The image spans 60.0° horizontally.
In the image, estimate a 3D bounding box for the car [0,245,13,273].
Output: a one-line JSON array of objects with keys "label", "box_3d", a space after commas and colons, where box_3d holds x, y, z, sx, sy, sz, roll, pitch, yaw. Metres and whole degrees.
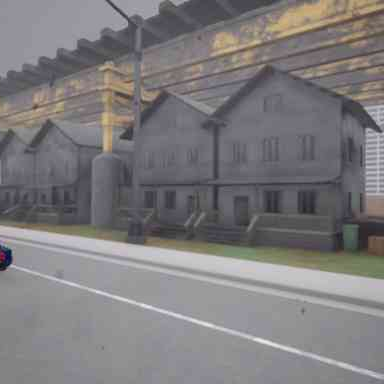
[{"label": "car", "box_3d": [-7.073, 1.687, 9.481, 4.718, 1.301, 1.895, 0, -1, 39]}]
